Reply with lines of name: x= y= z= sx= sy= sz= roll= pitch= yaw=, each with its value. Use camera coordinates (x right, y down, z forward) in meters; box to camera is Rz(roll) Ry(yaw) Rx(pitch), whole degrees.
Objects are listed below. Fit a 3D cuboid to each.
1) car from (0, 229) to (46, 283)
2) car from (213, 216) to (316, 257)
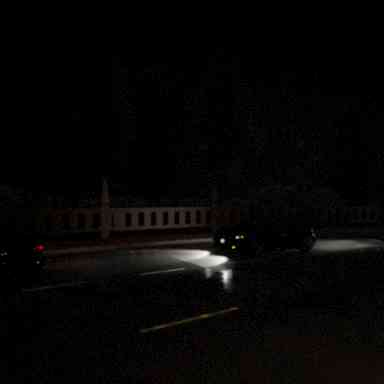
car: x=-5.904 y=1.552 z=8.234 sx=4.181 sy=1.385 sz=1.994 roll=1 pitch=0 yaw=-32
car: x=2.934 y=1.682 z=13.400 sx=4.181 sy=1.385 sz=1.994 roll=1 pitch=0 yaw=-27
